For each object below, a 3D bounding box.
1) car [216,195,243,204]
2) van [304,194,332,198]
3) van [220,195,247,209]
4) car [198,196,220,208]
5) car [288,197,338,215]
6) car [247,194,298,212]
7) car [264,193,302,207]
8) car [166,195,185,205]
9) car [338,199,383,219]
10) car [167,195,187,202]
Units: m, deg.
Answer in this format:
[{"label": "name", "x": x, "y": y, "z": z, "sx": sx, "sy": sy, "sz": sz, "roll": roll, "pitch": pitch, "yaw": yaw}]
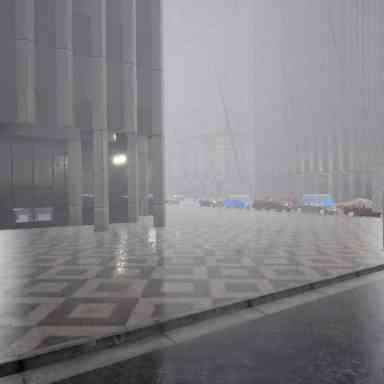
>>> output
[{"label": "car", "x": 6.326, "y": 1.297, "z": 56.466, "sx": 1.752, "sy": 1.417, "sz": 4.829, "roll": -1, "pitch": 1, "yaw": -36}, {"label": "van", "x": 16.057, "y": 1.178, "z": 42.838, "sx": 1.690, "sy": 1.788, "sz": 3.998, "roll": -1, "pitch": 1, "yaw": -36}, {"label": "van", "x": 5.896, "y": 1.294, "z": 42.386, "sx": 1.690, "sy": 1.788, "sz": 3.998, "roll": -1, "pitch": 1, "yaw": -36}, {"label": "car", "x": 2.684, "y": 1.372, "z": 46.881, "sx": 1.967, "sy": 1.590, "sz": 4.097, "roll": -1, "pitch": 1, "yaw": -36}, {"label": "car", "x": 12.325, "y": 1.549, "z": 33.398, "sx": 2.008, "sy": 1.369, "sz": 4.403, "roll": -1, "pitch": 1, "yaw": -36}, {"label": "car", "x": 9.110, "y": 1.290, "z": 37.890, "sx": 2.192, "sy": 1.841, "sz": 5.009, "roll": -1, "pitch": 1, "yaw": -36}, {"label": "car", "x": 12.845, "y": 1.130, "z": 47.334, "sx": 2.192, "sy": 1.841, "sz": 5.009, "roll": -1, "pitch": 1, "yaw": -36}, {"label": "car", "x": -3.741, "y": 1.439, "z": 55.872, "sx": 2.008, "sy": 1.369, "sz": 4.403, "roll": -1, "pitch": 1, "yaw": -36}, {"label": "car", "x": 15.538, "y": 1.566, "z": 28.903, "sx": 1.887, "sy": 1.381, "sz": 4.507, "roll": -1, "pitch": 1, "yaw": -36}, {"label": "car", "x": -3.209, "y": 1.258, "z": 69.815, "sx": 2.008, "sy": 1.369, "sz": 4.403, "roll": -1, "pitch": 1, "yaw": -36}]
